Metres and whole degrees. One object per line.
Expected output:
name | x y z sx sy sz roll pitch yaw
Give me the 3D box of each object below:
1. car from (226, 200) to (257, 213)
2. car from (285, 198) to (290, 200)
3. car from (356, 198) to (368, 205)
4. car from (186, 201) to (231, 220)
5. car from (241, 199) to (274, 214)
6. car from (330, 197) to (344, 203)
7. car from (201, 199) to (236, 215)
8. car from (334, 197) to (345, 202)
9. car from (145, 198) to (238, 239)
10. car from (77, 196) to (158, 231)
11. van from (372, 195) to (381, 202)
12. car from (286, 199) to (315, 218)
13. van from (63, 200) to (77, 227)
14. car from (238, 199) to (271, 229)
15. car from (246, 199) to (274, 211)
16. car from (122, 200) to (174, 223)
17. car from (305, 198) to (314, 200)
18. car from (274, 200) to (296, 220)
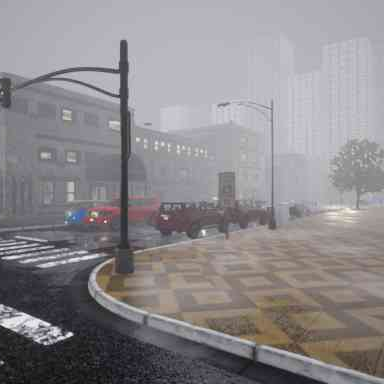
car | 6.088 1.700 40.667 2.008 1.369 4.403 -1 -1 35
car | 15.579 1.741 54.044 1.752 1.417 4.829 -1 -1 35
car | 32.104 1.801 62.851 2.008 1.369 4.403 -1 -1 35
car | 1.592 1.622 29.835 1.812 1.442 4.674 0 0 36
car | 7.627 1.639 38.330 1.837 1.490 4.892 0 0 36
car | 34.858 1.914 81.214 2.008 1.369 4.403 -1 -1 35
car | 2.892 1.569 36.164 1.967 1.590 4.097 -1 -1 35
car | 38.055 1.935 85.719 1.887 1.381 4.507 -1 -1 35
car | 0.137 1.349 17.801 2.192 1.841 5.009 -1 -1 35
car | -4.246 1.285 21.626 2.150 2.045 5.566 0 0 35
van | 44.890 1.693 80.875 1.690 1.788 3.998 -1 -1 35
car | 9.728 1.657 31.315 1.947 1.339 4.313 -1 -1 35
van | -6.699 1.413 22.648 1.690 1.788 3.998 -1 0 35
car | 3.333 1.367 22.306 2.192 1.841 5.009 -1 -1 35
car | 9.285 1.722 45.172 2.008 1.369 4.403 -1 -1 35
car | -3.502 1.530 27.152 1.967 1.590 4.097 -1 -1 35
car | 22.072 1.815 63.194 2.008 1.369 4.403 -1 -1 35
car | 6.531 1.616 26.810 1.887 1.381 4.507 -1 -1 35
